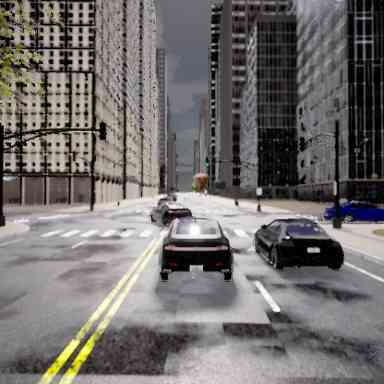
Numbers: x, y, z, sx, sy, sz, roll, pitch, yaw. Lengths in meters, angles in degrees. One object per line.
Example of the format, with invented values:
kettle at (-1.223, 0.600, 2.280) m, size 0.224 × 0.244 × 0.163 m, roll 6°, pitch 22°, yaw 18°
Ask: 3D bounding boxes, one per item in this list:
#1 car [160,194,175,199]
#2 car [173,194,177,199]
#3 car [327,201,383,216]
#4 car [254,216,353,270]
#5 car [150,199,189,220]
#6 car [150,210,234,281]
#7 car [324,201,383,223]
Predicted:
car at (-3.899, 1.512, 47.976) m, size 1.882 × 1.535 × 5.008 m, roll 0°, pitch 0°, yaw -1°
car at (-4.033, 1.585, 57.796) m, size 2.033 × 1.411 × 5.357 m, roll 0°, pitch 0°, yaw 0°
car at (16.167, 1.656, 33.230) m, size 4.674 × 1.442 × 1.812 m, roll 0°, pitch -1°, yaw 2°
car at (3.349, 1.577, 11.151) m, size 1.994 × 1.385 × 4.181 m, roll 0°, pitch 0°, yaw 0°
car at (-1.539, 1.462, 22.930) m, size 2.128 × 1.511 × 4.902 m, roll 0°, pitch -1°, yaw -21°
car at (0.099, 1.503, 9.902) m, size 2.128 × 1.511 × 4.902 m, roll 0°, pitch 0°, yaw 0°
car at (11.910, 1.448, 23.431) m, size 5.008 × 1.535 × 1.882 m, roll 0°, pitch -2°, yaw -3°
